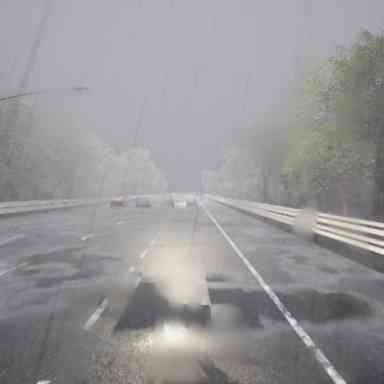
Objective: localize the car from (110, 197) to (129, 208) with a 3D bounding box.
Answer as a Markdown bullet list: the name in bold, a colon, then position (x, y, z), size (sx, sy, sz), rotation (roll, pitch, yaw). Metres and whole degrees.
- **car**: position (-10.496, 1.499, 48.461), size (1.882, 1.535, 5.008), rotation (0, 0, 0)

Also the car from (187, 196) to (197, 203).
- **car**: position (0.013, 1.630, 70.162), size (1.895, 1.301, 4.718), rotation (0, 0, 0)

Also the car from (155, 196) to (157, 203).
- **car**: position (-6.987, 1.513, 69.822), size (1.882, 1.535, 5.008), rotation (0, 0, 0)

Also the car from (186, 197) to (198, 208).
- **car**: position (0.002, 1.568, 48.242), size (2.033, 1.411, 5.357), rotation (0, 0, 0)

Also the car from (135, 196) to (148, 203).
- **car**: position (-10.488, 1.534, 69.433), size (1.837, 1.490, 4.892), rotation (0, 0, 0)

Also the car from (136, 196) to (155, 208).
- **car**: position (-6.994, 1.586, 48.960), size (1.994, 1.385, 4.181), rotation (0, 0, 0)

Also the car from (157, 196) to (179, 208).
- **car**: position (-3.496, 1.514, 48.494), size (2.128, 1.511, 4.902), rotation (0, 0, 0)
